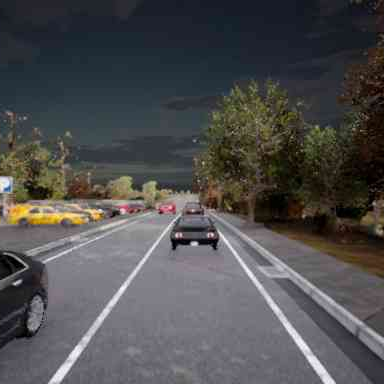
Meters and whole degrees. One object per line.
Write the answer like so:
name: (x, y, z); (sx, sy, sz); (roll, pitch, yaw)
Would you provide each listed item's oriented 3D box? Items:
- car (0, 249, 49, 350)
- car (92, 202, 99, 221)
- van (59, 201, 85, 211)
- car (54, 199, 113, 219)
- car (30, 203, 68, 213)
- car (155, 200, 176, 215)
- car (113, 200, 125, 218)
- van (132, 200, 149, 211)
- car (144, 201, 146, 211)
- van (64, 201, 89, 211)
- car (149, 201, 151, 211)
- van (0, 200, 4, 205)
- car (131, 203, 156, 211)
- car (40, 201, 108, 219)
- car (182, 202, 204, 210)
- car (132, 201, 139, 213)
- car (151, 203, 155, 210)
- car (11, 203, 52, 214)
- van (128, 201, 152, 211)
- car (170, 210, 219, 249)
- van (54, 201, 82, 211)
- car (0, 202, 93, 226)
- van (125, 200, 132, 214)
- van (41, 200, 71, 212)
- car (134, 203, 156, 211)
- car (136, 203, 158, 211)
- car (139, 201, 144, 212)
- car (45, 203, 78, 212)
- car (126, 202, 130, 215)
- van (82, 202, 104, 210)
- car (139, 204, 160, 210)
car: (-3.350, 1.512, 3.824); (1.837, 1.490, 4.892); (0, 0, 0)
car: (-10.342, 1.754, 26.340); (4.892, 1.521, 2.231); (0, -1, 0)
van: (-23.515, 2.746, 65.320); (4.442, 1.987, 1.878); (0, -3, 0)
car: (-10.365, 1.773, 31.891); (4.553, 1.767, 2.185); (0, -2, 0)
car: (-23.219, 2.571, 54.257); (5.366, 1.575, 1.946); (0, -2, 0)
car: (-3.337, 2.054, 45.711); (2.150, 2.045, 5.566); (0, -2, 0)
car: (-10.304, 1.729, 34.665); (5.566, 2.045, 2.435); (0, -2, 0)
van: (-10.206, 2.428, 56.863); (4.442, 1.987, 1.878); (0, -2, 0)
car: (-10.326, 2.610, 54.080); (4.674, 1.452, 2.002); (0, -2, 0)
van: (-23.514, 2.869, 67.962); (4.442, 1.987, 1.878); (0, -3, 0)
car: (-10.350, 2.768, 59.637); (4.792, 1.488, 2.163); (0, -2, 0)
van: (-23.527, 1.843, 37.649); (4.442, 1.987, 1.878); (0, -2, 0)
car: (-10.311, 3.223, 70.706); (5.008, 1.535, 2.097); (0, -3, 0)
car: (-10.341, 1.821, 29.111); (5.008, 1.535, 2.097); (0, -2, 0)
car: (0.097, 1.794, 32.435); (2.097, 1.767, 4.553); (0, -2, 0)
car: (-10.333, 2.317, 45.757); (5.008, 1.535, 2.097); (0, -2, 0)
car: (-10.348, 2.586, 62.398); (5.566, 2.045, 2.435); (0, -3, 0)
car: (-23.400, 2.407, 48.719); (4.892, 1.521, 2.231); (0, -2, 0)
van: (-10.202, 2.740, 65.170); (4.442, 1.987, 1.878); (0, -3, 0)
car: (0.099, 1.698, 14.862); (1.895, 1.301, 4.718); (0, -1, 0)
van: (-23.283, 2.611, 62.420); (4.442, 1.987, 1.878); (0, -2, 0)
car: (-10.152, 1.690, 23.572); (5.366, 1.575, 1.946); (0, -1, 0)
van: (-10.445, 2.007, 42.989); (4.442, 1.987, 1.878); (0, -2, 0)
van: (-23.285, 2.432, 57.031); (4.442, 1.987, 1.878); (0, -2, 0)
car: (-10.283, 3.227, 73.485); (4.553, 1.767, 2.185); (0, -3, 0)
car: (-10.282, 3.356, 76.258); (4.553, 1.767, 2.185); (0, -3, 0)
car: (-10.295, 2.515, 51.304); (4.792, 1.488, 2.163); (0, -2, 0)
car: (-23.406, 2.742, 59.793); (5.008, 1.535, 2.097); (0, -2, 0)
car: (-10.332, 2.188, 40.206); (4.674, 1.452, 2.002); (0, -2, 0)
van: (-23.509, 3.383, 79.031); (4.442, 1.987, 1.878); (0, -3, 0)
car: (-10.305, 3.740, 81.798); (4.892, 1.521, 2.231); (0, -3, 0)
